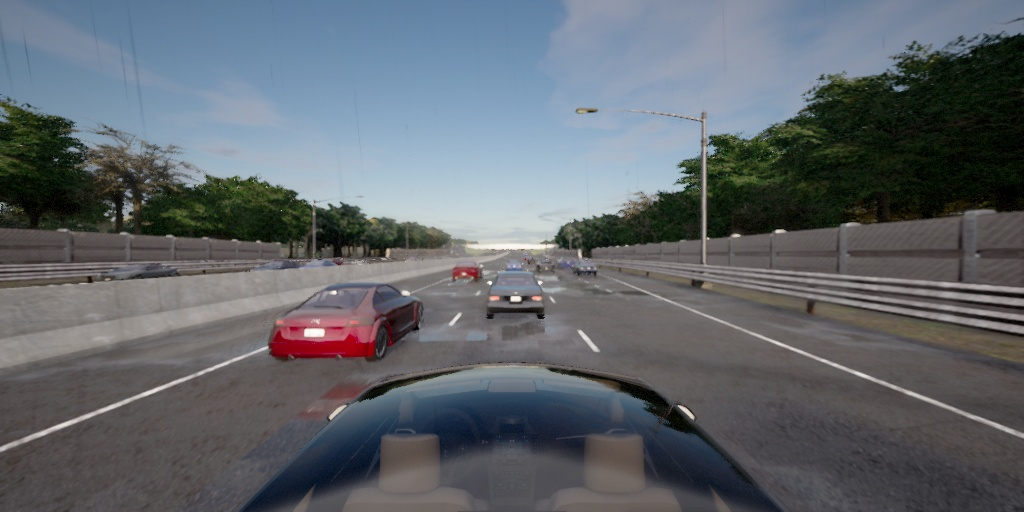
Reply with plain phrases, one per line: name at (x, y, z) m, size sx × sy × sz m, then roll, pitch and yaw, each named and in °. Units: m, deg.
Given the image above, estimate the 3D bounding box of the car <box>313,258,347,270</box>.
car at (-24.326, 1.008, 48.085) m, size 1.882 × 1.535 × 5.008 m, roll 0°, pitch 0°, yaw 1°

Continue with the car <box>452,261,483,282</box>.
car at (-3.319, 1.090, 27.432) m, size 1.882 × 1.535 × 5.008 m, roll 0°, pitch 0°, yaw 0°

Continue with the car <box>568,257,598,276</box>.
car at (6.981, 1.129, 34.692) m, size 2.033 × 1.411 × 5.357 m, roll 0°, pitch 0°, yaw 2°

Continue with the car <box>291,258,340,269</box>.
car at (-17.481, 1.114, 32.500) m, size 1.812 × 1.442 × 4.674 m, roll 0°, pitch 0°, yaw 0°

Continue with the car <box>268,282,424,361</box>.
car at (-3.390, 1.276, 8.165) m, size 1.994 × 1.385 × 4.181 m, roll 0°, pitch 0°, yaw 0°

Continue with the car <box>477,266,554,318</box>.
car at (0.119, 1.235, 12.579) m, size 2.033 × 1.411 × 5.357 m, roll 0°, pitch 0°, yaw 0°

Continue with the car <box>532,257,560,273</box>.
car at (3.665, 1.054, 39.806) m, size 2.128 × 1.511 × 4.902 m, roll 0°, pitch 0°, yaw 0°

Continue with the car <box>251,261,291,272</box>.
car at (-20.985, 1.136, 32.440) m, size 2.033 × 1.411 × 5.357 m, roll 0°, pitch 0°, yaw 0°

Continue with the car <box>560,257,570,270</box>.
car at (7.279, 0.886, 48.069) m, size 2.097 × 1.767 × 4.553 m, roll 0°, pitch 0°, yaw 1°

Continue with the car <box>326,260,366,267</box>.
car at (-13.991, 1.194, 31.537) m, size 1.895 × 1.301 × 4.718 m, roll 0°, pitch 0°, yaw 0°

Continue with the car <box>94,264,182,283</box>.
car at (-23.795, 1.195, 23.019) m, size 1.994 × 1.385 × 4.181 m, roll 0°, pitch 0°, yaw -3°

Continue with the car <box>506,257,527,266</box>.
car at (0.266, 1.110, 39.653) m, size 2.033 × 1.411 × 5.357 m, roll 0°, pitch 0°, yaw 0°
